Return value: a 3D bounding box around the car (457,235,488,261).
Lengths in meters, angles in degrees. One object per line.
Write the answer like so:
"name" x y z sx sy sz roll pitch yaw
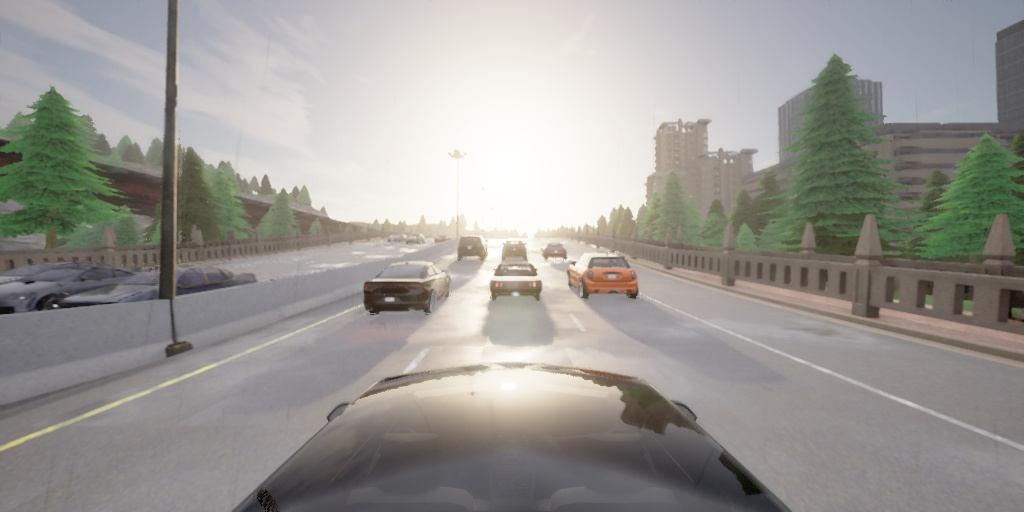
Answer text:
"car" -3.296 -0.794 30.673 2.150 2.045 5.566 0 5 0

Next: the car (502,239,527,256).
"car" 0.206 -0.735 31.420 2.097 1.767 4.553 0 5 0

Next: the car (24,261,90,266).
"car" -17.559 0.916 13.890 2.033 1.411 5.357 0 3 0

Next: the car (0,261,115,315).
"car" -14.066 1.053 11.504 1.994 1.385 4.181 0 3 0

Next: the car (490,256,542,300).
"car" 0.145 0.911 14.826 1.895 1.301 4.718 0 3 0

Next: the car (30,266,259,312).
"car" -10.568 1.041 11.377 2.033 1.411 5.357 0 3 0

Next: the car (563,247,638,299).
"car" 3.648 0.639 15.181 2.097 1.767 4.553 0 4 0

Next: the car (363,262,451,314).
"car" -3.365 0.921 12.366 1.882 1.535 5.008 0 3 0

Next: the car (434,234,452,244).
"car" -10.382 -2.591 53.963 1.895 1.301 4.718 0 5 1

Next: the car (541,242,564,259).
"car" 3.708 -0.584 32.072 1.994 1.385 4.181 0 5 0

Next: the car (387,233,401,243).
"car" -17.378 -2.739 54.401 2.128 1.511 4.902 0 5 1

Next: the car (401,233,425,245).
"car" -13.897 -2.475 51.710 1.837 1.490 4.892 0 6 0
